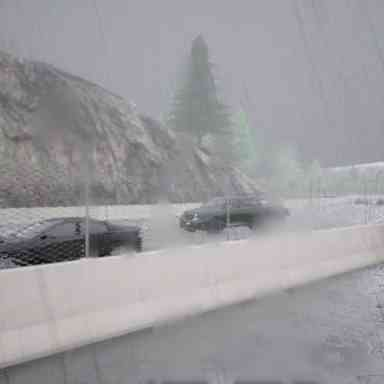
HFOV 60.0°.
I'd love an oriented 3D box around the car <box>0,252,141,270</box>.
[{"bbox_3d":[-3.929,1.501,9.902,5.008,1.535,1.882,0,0,-37],"label":"car"}]
